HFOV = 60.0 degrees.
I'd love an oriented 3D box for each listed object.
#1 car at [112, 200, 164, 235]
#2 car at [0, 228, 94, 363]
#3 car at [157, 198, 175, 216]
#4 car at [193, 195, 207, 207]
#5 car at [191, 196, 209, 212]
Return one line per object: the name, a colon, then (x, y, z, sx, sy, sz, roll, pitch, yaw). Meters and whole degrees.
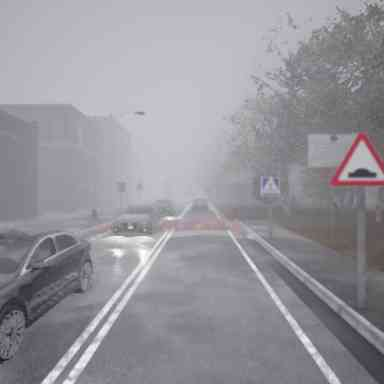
car: (-2.938, 1.420, 18.110, 1.994, 1.385, 4.181, 0, 3, 2)
car: (-3.238, 1.464, 5.893, 2.128, 1.511, 4.902, 0, 0, 1)
car: (-2.604, 1.354, 30.905, 1.837, 1.490, 4.892, 0, 0, 2)
car: (1.203, 1.265, 48.293, 1.882, 1.535, 5.008, 0, 0, 2)
car: (0.846, 1.384, 35.752, 2.033, 1.411, 5.357, 0, 0, 2)
